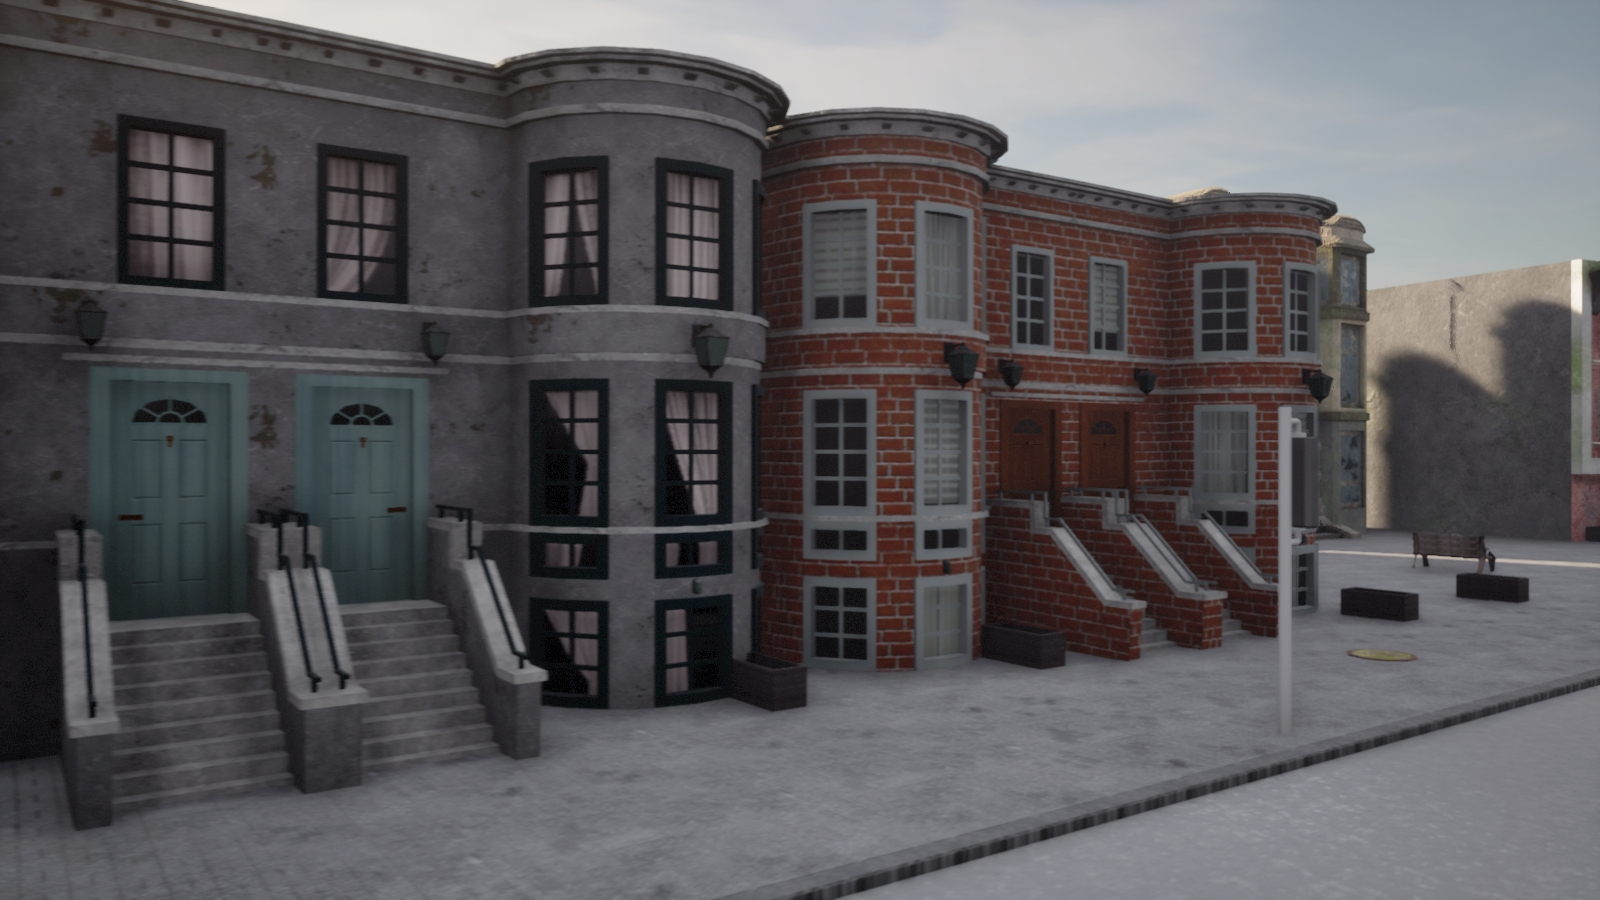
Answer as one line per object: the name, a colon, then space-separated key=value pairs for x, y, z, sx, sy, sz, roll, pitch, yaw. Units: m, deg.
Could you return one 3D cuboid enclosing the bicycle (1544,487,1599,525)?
bicycle: x=27.342 y=1.975 z=40.284 sx=0.329 sy=1.271 sz=1.835 roll=0 pitch=0 yaw=-35
